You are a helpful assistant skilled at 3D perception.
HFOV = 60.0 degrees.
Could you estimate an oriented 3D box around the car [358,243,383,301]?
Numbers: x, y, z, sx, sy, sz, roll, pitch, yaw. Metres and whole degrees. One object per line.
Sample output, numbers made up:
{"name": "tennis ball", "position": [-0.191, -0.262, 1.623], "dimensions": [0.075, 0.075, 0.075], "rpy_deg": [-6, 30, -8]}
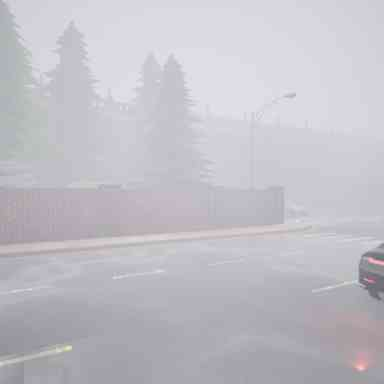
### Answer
{"name": "car", "position": [5.527, 1.491, 6.982], "dimensions": [4.902, 1.511, 2.128], "rpy_deg": [0, 0, -32]}

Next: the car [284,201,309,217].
{"name": "car", "position": [9.223, 1.581, 32.599], "dimensions": [1.812, 1.442, 4.674], "rpy_deg": [0, 0, -32]}
